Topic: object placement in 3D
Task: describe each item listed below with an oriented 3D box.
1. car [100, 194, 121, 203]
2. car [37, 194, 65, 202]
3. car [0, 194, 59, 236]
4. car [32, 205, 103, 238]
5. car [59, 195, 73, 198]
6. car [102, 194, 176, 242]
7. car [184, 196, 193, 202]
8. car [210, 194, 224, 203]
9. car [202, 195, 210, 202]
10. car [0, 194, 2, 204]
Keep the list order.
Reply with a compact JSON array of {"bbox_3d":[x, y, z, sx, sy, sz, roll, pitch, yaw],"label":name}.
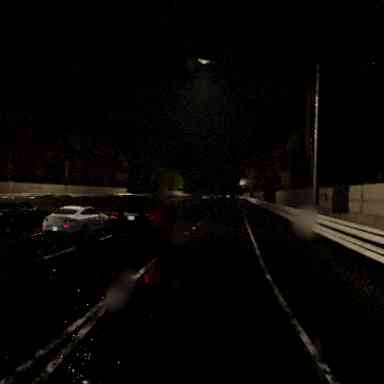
[{"bbox_3d":[-14.377,1.162,59.082,1.882,1.535,5.008,2,0,7],"label":"car"},{"bbox_3d":[-24.960,1.040,59.130,2.033,1.411,5.357,2,0,7],"label":"car"},{"bbox_3d":[-9.224,1.137,17.180,2.097,1.767,4.553,2,0,7],"label":"car"},{"bbox_3d":[-5.736,1.410,16.911,1.812,1.442,4.674,2,0,7],"label":"car"},{"bbox_3d":[-16.521,1.181,42.891,1.812,1.442,4.674,2,0,8],"label":"car"},{"bbox_3d":[-2.235,1.205,16.657,2.150,2.045,5.566,2,0,7],"label":"car"},{"bbox_3d":[-0.833,1.772,81.955,1.994,1.385,4.181,2,0,7],"label":"car"},{"bbox_3d":[6.165,1.956,81.504,2.033,1.411,5.357,2,0,7],"label":"car"},{"bbox_3d":[3.673,1.910,89.497,2.033,1.411,5.357,2,0,7],"label":"car"},{"bbox_3d":[-27.083,0.958,43.026,1.895,1.301,4.718,2,0,8],"label":"car"}]
